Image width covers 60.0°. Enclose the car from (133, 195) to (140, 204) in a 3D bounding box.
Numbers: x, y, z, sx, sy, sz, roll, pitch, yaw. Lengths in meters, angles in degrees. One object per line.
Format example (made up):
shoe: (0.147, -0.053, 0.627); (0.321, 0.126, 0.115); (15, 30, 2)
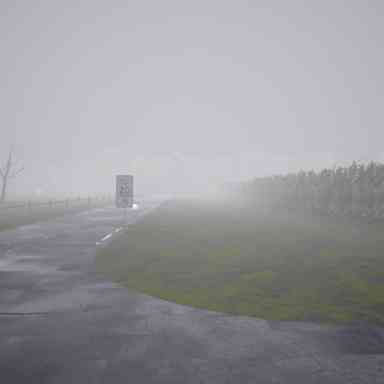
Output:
car: (-9.423, 1.145, 52.368); (1.895, 1.301, 4.718); (1, 0, -2)
